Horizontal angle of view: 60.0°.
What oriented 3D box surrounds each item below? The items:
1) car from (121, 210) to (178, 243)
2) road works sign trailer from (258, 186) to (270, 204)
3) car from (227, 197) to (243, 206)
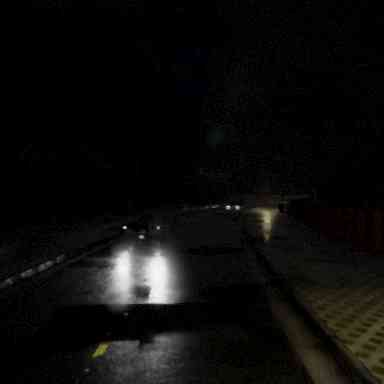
[{"bbox_3d":[-1.914,1.589,16.153,1.895,1.301,4.718,0,0,6],"label":"car"},{"bbox_3d":[15.118,0.602,69.115,2.380,3.560,2.880,0,0,26],"label":"road works sign trailer"},{"bbox_3d":[7.493,1.578,57.381,1.882,1.535,5.008,0,0,20],"label":"car"}]
